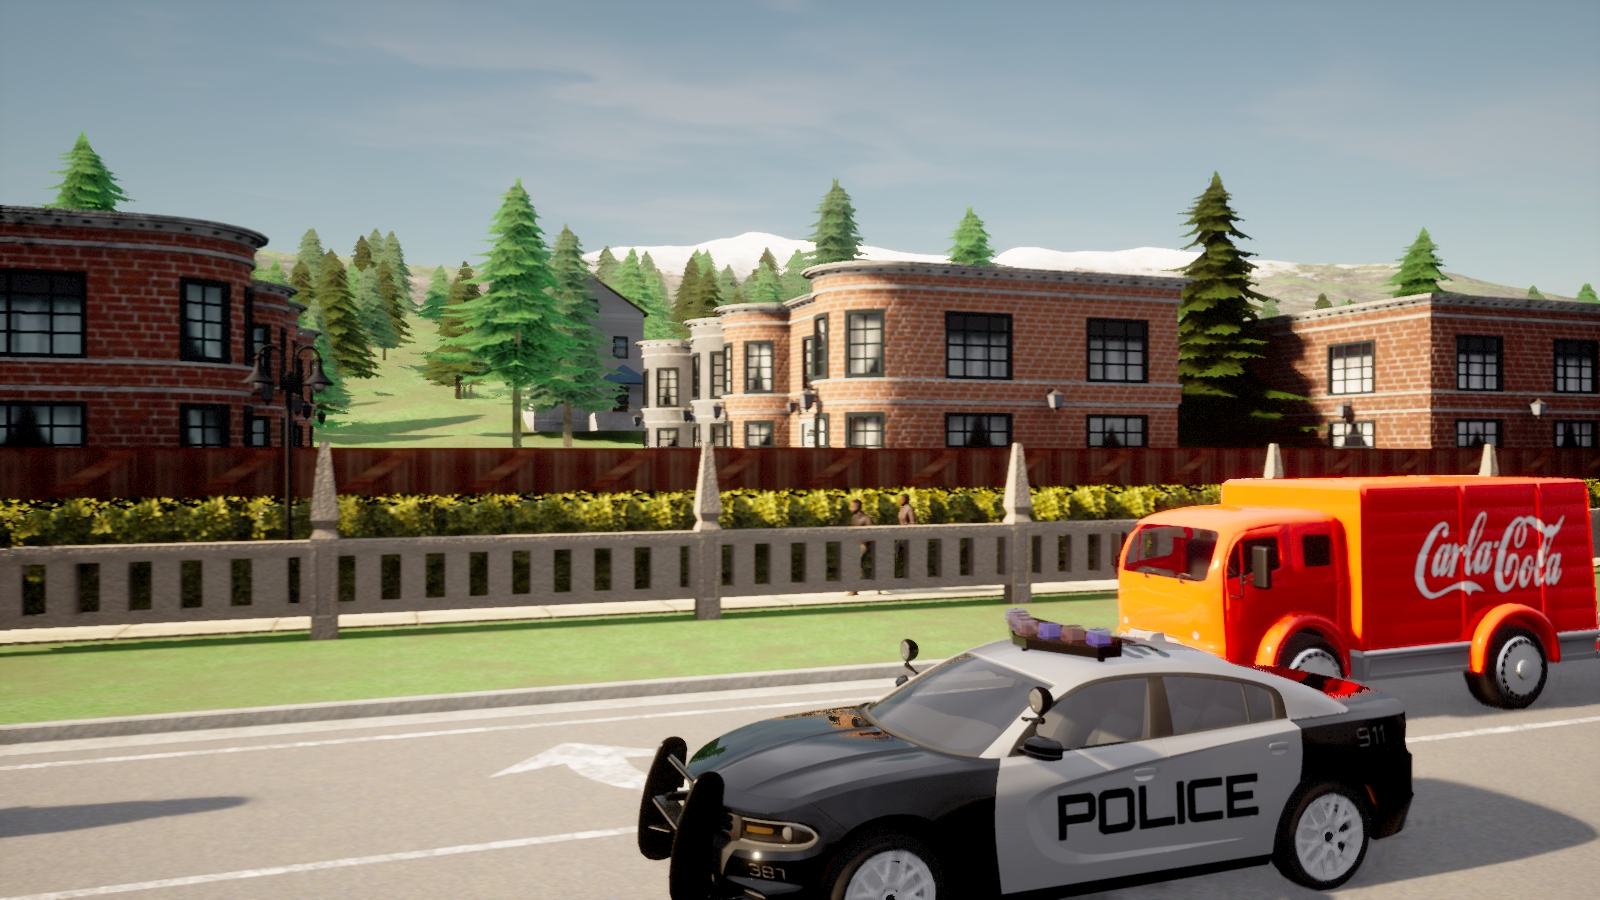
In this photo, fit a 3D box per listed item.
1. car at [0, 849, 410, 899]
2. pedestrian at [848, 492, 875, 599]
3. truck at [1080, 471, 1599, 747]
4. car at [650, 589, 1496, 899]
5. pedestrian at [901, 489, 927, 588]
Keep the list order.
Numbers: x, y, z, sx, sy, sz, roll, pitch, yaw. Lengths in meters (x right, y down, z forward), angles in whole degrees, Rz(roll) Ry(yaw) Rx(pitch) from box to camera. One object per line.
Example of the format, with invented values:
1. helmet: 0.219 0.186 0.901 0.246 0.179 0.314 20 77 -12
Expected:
1. car: -2.963 2.066 2.222 4.193 1.474 1.816 0 0 -20
2. pedestrian: 1.096 1.696 20.429 0.375 1.860 0.375 0 0 -19
3. truck: 6.180 1.554 13.007 5.204 2.467 2.627 -1 0 -20
4. car: 1.800 1.982 7.678 5.238 1.638 2.097 0 0 -20
5. pedestrian: 2.191 1.697 22.052 0.375 1.860 0.375 0 0 -20
